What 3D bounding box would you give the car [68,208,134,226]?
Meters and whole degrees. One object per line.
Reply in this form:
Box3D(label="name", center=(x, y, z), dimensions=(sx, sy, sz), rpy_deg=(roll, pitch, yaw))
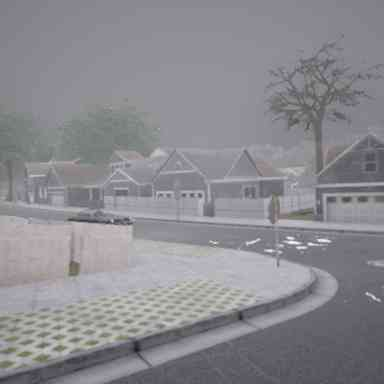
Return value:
Box3D(label="car", center=(-5.940, 1.758, 21.486), dimensions=(4.718, 1.301, 1.895), rpy_deg=(0, 3, 38))
